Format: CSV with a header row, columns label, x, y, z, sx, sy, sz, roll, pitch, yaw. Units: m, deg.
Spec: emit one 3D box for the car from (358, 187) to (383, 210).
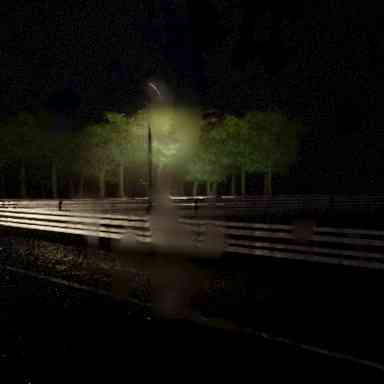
label,x,y,z,sx,sy,sz,roll,pitch,yaw
car,18.346,0.542,30.809,5.566,2.045,2.150,-1,0,-6
